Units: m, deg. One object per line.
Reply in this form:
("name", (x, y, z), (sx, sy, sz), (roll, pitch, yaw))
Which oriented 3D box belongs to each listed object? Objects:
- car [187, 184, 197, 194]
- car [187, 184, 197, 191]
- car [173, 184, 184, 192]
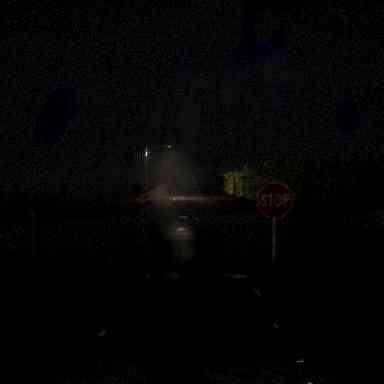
("car", (-0.008, -0.422, 64.308), (1.837, 1.490, 4.892), (0, 3, 0))
("car", (-0.009, -1.082, 74.703), (2.033, 1.411, 5.357), (0, 3, 0))
("car", (-2.759, -0.912, 68.877), (1.837, 1.490, 4.892), (0, 3, 0))
